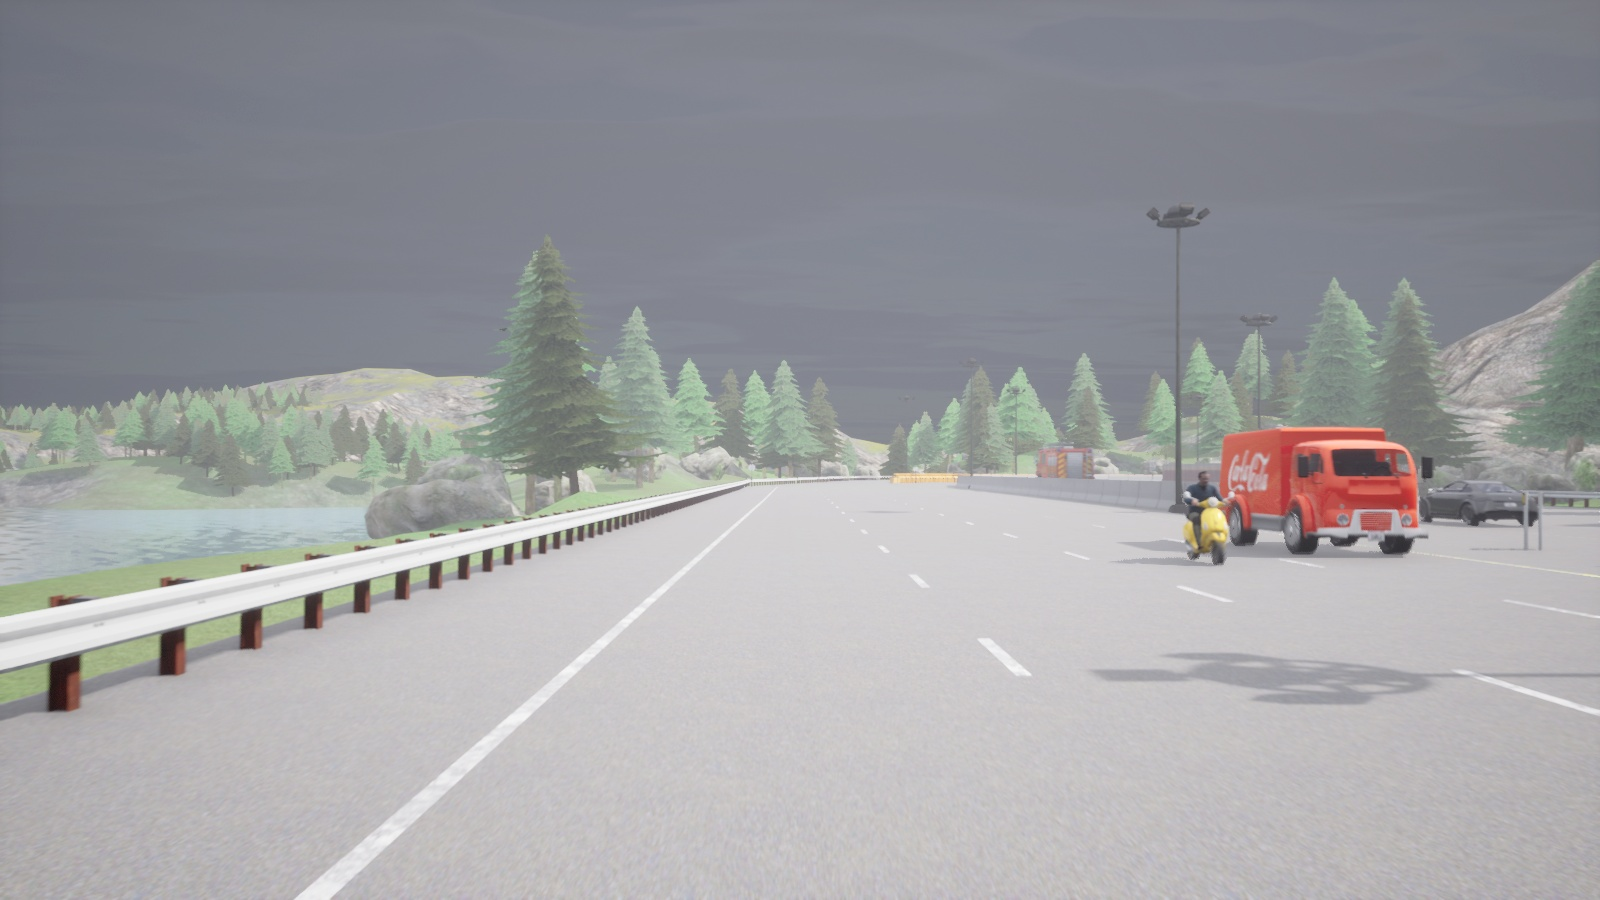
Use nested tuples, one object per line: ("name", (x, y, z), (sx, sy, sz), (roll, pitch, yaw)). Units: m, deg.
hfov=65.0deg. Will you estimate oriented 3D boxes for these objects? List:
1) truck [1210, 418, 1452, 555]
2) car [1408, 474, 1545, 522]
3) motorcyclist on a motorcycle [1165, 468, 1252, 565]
("truck", (10.439, 0.713, 25.288), (2.627, 2.467, 5.204), (0, -1, 0))
("car", (20.909, 1.448, 39.041), (1.994, 1.385, 4.181), (0, -1, 0))
("motorcyclist on a motorcycle", (6.950, 1.100, 21.466), (0.866, 1.590, 1.817), (0, -1, 0))
